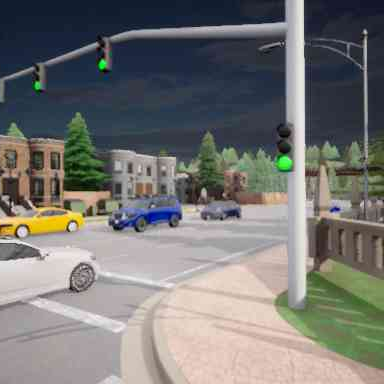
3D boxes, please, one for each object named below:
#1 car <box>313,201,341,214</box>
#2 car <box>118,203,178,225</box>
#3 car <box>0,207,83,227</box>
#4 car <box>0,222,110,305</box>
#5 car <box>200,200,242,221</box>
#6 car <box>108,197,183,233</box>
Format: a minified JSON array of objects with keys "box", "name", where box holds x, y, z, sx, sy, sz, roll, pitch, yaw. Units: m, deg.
[{"box":[13.585,1.653,33.354,1.882,1.535,5.008,-1,-1,34],"name":"car"},{"box":[-3.409,1.697,26.980,2.128,1.511,4.902,-1,0,34],"name":"car"},{"box":[-8.671,1.659,19.127,1.882,1.535,5.008,-1,0,34],"name":"car"},{"box":[-4.119,1.615,6.866,1.812,1.442,4.674,-1,0,34],"name":"car"},{"box":[2.632,1.541,29.672,2.097,1.767,4.553,-1,0,34],"name":"car"},{"box":[-2.834,1.386,21.573,2.150,2.045,5.566,-1,0,34],"name":"car"}]
